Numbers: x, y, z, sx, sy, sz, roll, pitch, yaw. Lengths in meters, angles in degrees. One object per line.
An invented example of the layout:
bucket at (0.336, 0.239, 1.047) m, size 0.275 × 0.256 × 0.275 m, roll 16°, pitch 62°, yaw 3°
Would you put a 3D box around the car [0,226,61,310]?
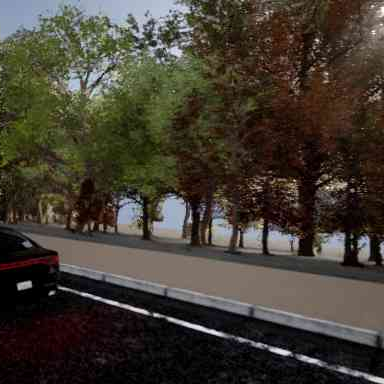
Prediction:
car at (-4.901, 1.451, 7.178) m, size 5.008 × 1.535 × 1.882 m, roll 0°, pitch 0°, yaw 35°
